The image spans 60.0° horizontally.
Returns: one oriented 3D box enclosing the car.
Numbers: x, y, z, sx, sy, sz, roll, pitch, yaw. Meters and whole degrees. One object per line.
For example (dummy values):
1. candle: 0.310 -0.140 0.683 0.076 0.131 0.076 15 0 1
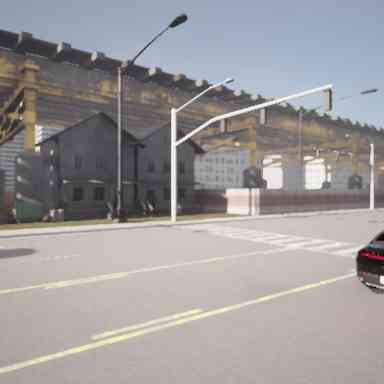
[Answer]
1. car: 5.817 1.493 7.913 4.892 1.490 1.837 0 0 -35
